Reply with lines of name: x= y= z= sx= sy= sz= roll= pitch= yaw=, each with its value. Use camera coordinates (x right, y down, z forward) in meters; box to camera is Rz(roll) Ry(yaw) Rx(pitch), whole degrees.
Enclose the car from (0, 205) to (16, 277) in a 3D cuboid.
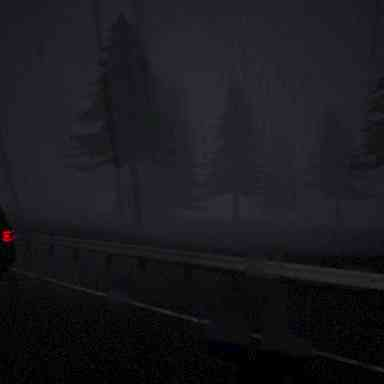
car: x=-6.951 y=1.231 z=9.015 sx=5.566 sy=2.045 sz=2.150 roll=0 pitch=0 yaw=37
